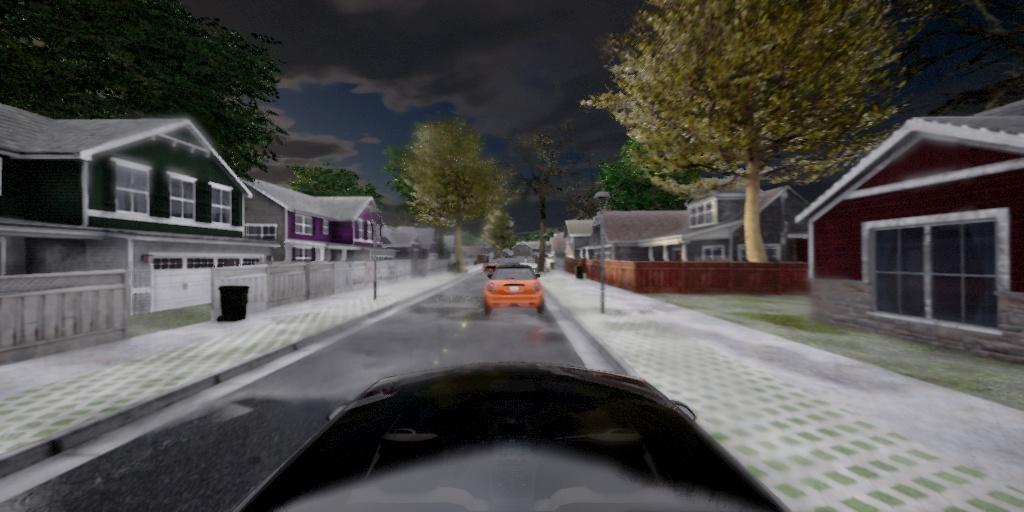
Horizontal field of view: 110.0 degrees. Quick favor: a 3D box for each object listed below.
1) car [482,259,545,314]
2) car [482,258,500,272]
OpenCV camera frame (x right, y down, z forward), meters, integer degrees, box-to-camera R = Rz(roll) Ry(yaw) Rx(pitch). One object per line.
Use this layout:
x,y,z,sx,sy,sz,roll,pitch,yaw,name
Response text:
0.084,1.107,14.048,2.097,1.767,4.553,0,0,0,car
-2.683,1.180,47.279,2.097,1.767,4.553,0,0,1,car
